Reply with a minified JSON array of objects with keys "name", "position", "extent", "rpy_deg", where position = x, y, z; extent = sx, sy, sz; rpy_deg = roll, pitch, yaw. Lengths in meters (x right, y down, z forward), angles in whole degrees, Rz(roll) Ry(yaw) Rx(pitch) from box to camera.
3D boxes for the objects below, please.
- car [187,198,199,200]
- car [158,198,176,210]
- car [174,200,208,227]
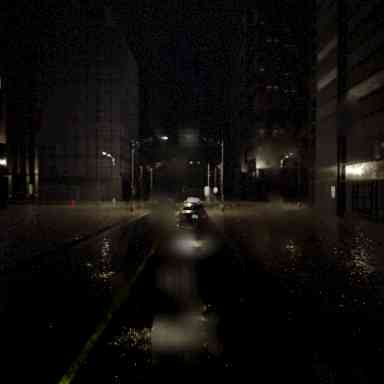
[{"name":"car","position":[0.124,1.415,36.236],"extent":[2.128,1.511,4.902],"rpy_deg":[0,0,0]},{"name":"car","position":[-2.975,1.481,40.905],"extent":[1.994,1.385,4.181],"rpy_deg":[0,0,0]},{"name":"car","position":[0.114,1.501,22.288],"extent":[2.033,1.411,5.357],"rpy_deg":[0,0,0]}]
